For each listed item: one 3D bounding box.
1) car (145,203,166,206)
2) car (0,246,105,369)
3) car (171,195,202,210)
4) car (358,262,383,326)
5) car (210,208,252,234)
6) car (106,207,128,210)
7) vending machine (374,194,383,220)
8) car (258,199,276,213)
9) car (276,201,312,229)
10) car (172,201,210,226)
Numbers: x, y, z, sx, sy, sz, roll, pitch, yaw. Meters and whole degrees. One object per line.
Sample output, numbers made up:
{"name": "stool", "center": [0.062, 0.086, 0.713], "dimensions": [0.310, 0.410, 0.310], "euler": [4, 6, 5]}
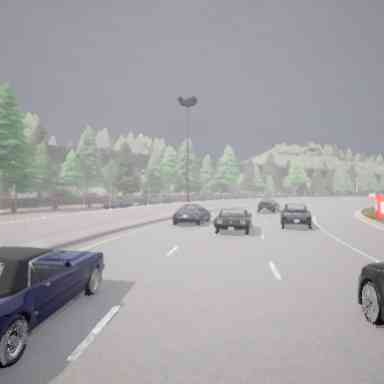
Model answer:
{"name": "car", "center": [-4.419, 1.507, 42.821], "dimensions": [2.033, 1.411, 5.357], "euler": [0, 0, 25]}
{"name": "car", "center": [-3.071, 1.585, 5.688], "dimensions": [1.895, 1.301, 4.718], "euler": [0, 0, 4]}
{"name": "car", "center": [-0.637, 1.326, 42.525], "dimensions": [2.097, 1.767, 4.553], "euler": [0, 0, 26]}
{"name": "car", "center": [3.854, 1.505, 4.149], "dimensions": [2.128, 1.511, 4.902], "euler": [0, 0, 3]}
{"name": "car", "center": [2.521, 1.601, 19.377], "dimensions": [1.895, 1.301, 4.718], "euler": [0, 0, 13]}
{"name": "car", "center": [-9.056, 1.505, 40.763], "dimensions": [1.994, 1.385, 4.181], "euler": [0, 0, 23]}
{"name": "vending machine", "center": [15.908, 1.245, 27.839], "dimensions": [1.100, 2.100, 0.880], "euler": [0, 0, 21]}
{"name": "car", "center": [8.653, 1.520, 37.225], "dimensions": [1.837, 1.490, 4.892], "euler": [0, 0, 24]}
{"name": "car", "center": [6.834, 1.508, 22.041], "dimensions": [2.128, 1.511, 4.902], "euler": [0, 0, 15]}
{"name": "car", "center": [0.070, 1.552, 23.738], "dimensions": [1.994, 1.385, 4.181], "euler": [0, 0, 15]}
